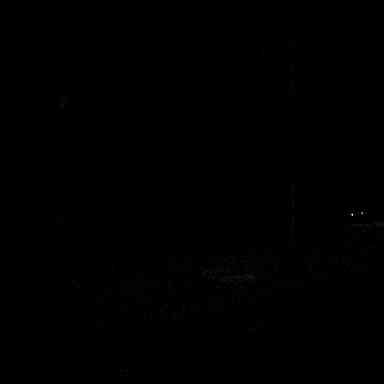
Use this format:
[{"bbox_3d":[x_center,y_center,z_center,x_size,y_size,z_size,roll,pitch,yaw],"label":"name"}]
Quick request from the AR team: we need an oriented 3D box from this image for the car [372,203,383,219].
[{"bbox_3d":[15.844,1.580,29.012,1.947,1.339,4.313,0,0,-35],"label":"car"}]

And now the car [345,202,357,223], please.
[{"bbox_3d":[9.307,1.540,24.354,1.947,1.339,4.313,0,0,-35],"label":"car"}]

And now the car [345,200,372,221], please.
[{"bbox_3d":[10.845,1.209,26.575,2.150,2.045,5.566,0,0,-35],"label":"car"}]
